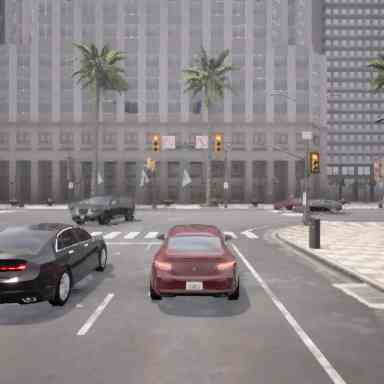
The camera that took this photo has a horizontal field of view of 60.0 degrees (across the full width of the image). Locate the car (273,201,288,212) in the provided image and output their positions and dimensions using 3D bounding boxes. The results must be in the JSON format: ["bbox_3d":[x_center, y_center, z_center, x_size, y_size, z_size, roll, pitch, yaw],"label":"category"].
[{"bbox_3d":[11.858,1.477,38.088,5.008,1.535,1.882,0,0,0],"label":"car"}]

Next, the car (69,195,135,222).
[{"bbox_3d":[-6.050,1.221,23.500,2.150,2.045,5.566,-1,0,18],"label":"car"}]

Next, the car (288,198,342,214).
[{"bbox_3d":[13.011,1.491,34.579,4.902,1.511,2.128,0,0,0],"label":"car"}]

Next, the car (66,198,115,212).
[{"bbox_3d":[-11.555,1.491,38.107,4.902,1.511,2.128,0,0,0],"label":"car"}]

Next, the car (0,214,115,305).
[{"bbox_3d":[-3.440,1.505,8.042,1.837,1.490,4.892,0,0,0],"label":"car"}]

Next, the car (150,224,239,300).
[{"bbox_3d":[0.069,1.526,8.296,1.812,1.442,4.674,0,0,1],"label":"car"}]
